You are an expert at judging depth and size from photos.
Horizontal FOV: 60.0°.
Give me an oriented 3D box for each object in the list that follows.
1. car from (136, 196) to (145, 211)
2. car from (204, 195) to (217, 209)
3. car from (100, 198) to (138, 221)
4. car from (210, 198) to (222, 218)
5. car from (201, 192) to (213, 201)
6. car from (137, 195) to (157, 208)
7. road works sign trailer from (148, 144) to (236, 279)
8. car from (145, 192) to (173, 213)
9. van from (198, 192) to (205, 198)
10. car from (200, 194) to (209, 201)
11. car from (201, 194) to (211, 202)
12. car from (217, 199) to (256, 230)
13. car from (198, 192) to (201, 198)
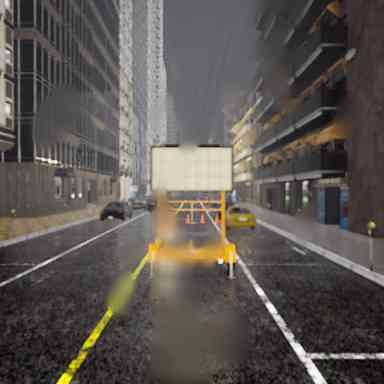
[{"bbox_3d":[-5.686,1.309,36.716,2.008,1.369,4.403,0,0,0],"label":"car"},{"bbox_3d":[2.694,1.309,36.716,2.008,1.369,4.403,0,0,0],"label":"car"},{"bbox_3d":[-5.688,1.396,25.419,1.947,1.339,4.313,0,0,0],"label":"car"},{"bbox_3d":[2.694,1.396,25.419,1.947,1.339,4.313,0,0,0],"label":"car"},{"bbox_3d":[2.695,1.129,48.011,1.967,1.590,4.097,0,0,0],"label":"car"},{"bbox_3d":[-5.686,1.163,42.364,1.967,1.590,4.097,0,0,0],"label":"car"},{"bbox_3d":[0.001,0.397,9.825,2.380,3.560,2.880,0,0,0],"label":"road works sign trailer"},{"bbox_3d":[-3.091,0.999,33.612,2.150,2.045,5.566,0,0,0],"label":"car"},{"bbox_3d":[2.698,0.767,93.198,1.690,1.788,3.998,0,0,0],"label":"van"},{"bbox_3d":[2.697,1.134,70.606,1.802,1.307,4.206,0,0,0],"label":"car"},{"bbox_3d":[2.696,1.168,64.958,1.802,1.307,4.206,0,0,0],"label":"car"},{"bbox_3d":[2.693,1.391,19.940,1.752,1.417,4.829,0,0,0],"label":"car"},{"bbox_3d":[2.696,0.936,59.308,2.192,1.841,5.009,0,0,0],"label":"car"}]
